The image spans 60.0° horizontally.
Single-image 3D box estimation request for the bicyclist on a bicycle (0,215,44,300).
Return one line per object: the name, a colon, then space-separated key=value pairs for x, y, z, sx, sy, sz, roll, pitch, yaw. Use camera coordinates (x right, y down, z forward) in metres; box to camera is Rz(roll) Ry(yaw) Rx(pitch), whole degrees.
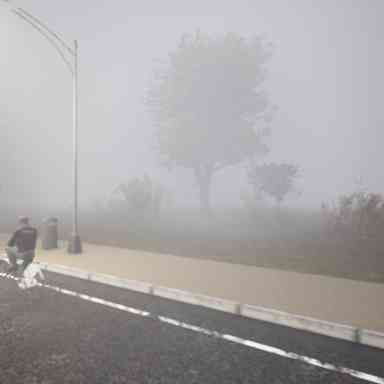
bicyclist on a bicycle: x=-3.784 y=1.389 z=7.280 sx=1.843 sy=1.776 sz=0.659 roll=0 pitch=0 yaw=35
